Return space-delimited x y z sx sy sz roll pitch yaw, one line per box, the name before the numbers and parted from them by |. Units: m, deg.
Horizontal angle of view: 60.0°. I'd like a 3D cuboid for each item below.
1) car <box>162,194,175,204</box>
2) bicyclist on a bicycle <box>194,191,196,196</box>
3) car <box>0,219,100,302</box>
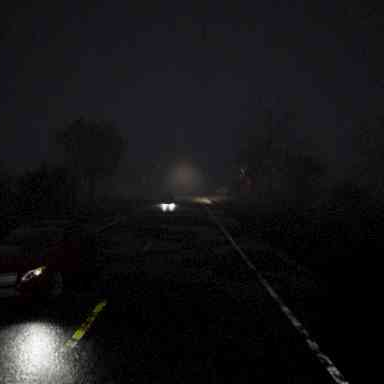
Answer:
car | -3.595 1.025 51.580 2.128 1.511 4.902 0 0 0
bicyclist on a bicycle | 0.915 0.550 91.816 0.582 1.620 1.656 0 0 0
car | -3.604 1.456 8.211 1.812 1.442 4.674 0 0 0
